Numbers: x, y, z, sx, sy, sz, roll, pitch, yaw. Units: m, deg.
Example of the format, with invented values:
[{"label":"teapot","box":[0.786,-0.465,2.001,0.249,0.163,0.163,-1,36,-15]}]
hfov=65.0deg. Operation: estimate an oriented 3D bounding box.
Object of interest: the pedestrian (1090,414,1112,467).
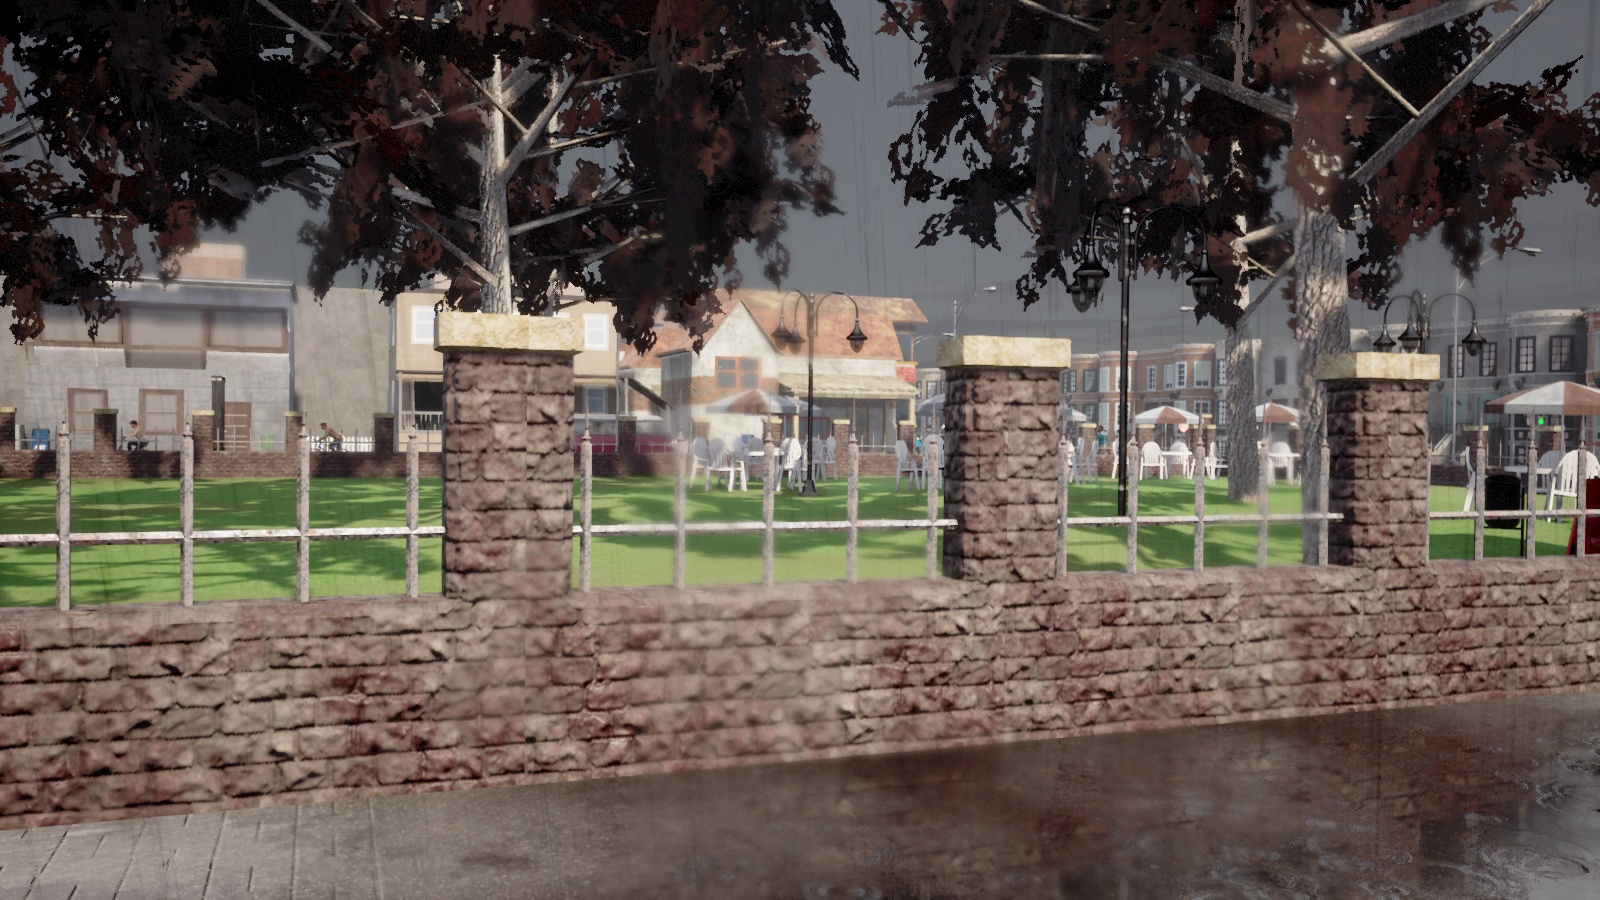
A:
[{"label":"pedestrian","box":[11.090,-0.342,46.291,0.692,1.930,0.396,-1,1,-20]}]

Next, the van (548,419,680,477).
[{"label":"van","box":[-6.715,-0.106,45.348,4.442,1.987,1.775,-1,1,-21]}]
